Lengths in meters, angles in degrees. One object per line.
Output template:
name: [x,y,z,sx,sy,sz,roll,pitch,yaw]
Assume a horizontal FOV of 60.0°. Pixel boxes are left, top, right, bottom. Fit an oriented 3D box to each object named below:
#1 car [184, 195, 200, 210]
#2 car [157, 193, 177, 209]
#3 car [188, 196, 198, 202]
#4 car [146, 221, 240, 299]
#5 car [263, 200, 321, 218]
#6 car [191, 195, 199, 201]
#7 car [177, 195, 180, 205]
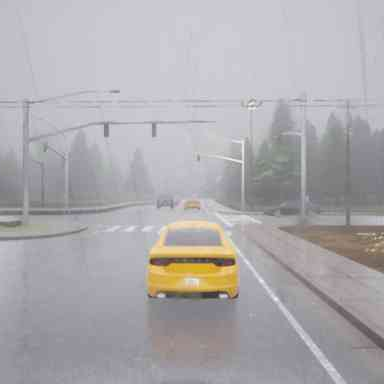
car: [0.020,1.458,42.176,1.882,1.535,5.008,0,0,0]
car: [-3.592,1.200,45.657,2.150,2.045,5.566,0,0,-1]
car: [0.302,1.503,72.736,2.033,1.411,5.357,0,0,2]
car: [0.049,1.470,8.513,1.882,1.535,5.008,0,0,1]
car: [8.844,1.518,29.601,4.892,1.490,1.837,0,0,1]
car: [0.701,1.403,83.128,1.837,1.490,4.892,0,0,2]
car: [-3.537,1.326,55.951,2.097,1.767,4.553,0,0,0]
